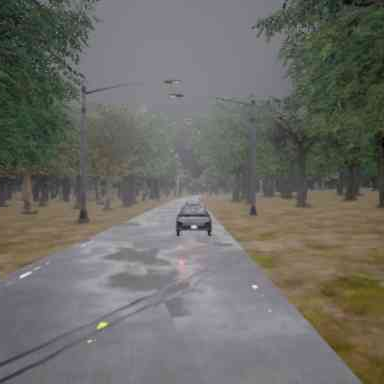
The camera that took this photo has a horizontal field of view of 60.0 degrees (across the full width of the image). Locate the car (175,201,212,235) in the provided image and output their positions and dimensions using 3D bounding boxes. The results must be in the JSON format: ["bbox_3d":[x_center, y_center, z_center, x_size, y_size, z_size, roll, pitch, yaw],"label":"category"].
[{"bbox_3d":[0.094,1.481,18.567,2.128,1.511,4.902,0,0,0],"label":"car"}]
